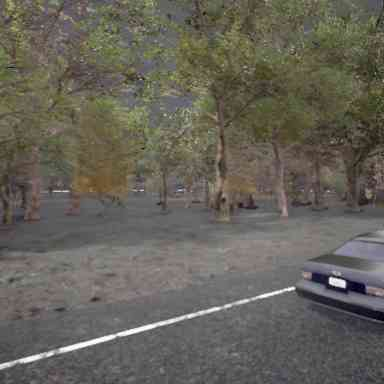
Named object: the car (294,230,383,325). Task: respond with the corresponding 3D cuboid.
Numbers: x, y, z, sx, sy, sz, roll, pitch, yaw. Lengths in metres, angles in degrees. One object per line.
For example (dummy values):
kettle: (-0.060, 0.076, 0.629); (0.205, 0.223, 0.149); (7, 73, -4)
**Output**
car: (4.424, 1.519, 6.906); (5.357, 1.411, 2.033); (0, 0, -35)
